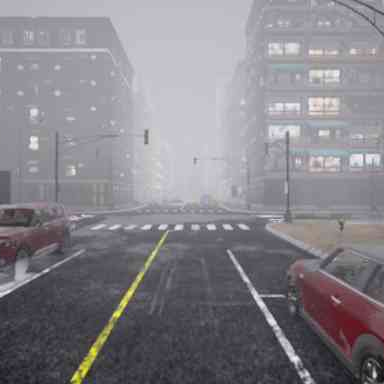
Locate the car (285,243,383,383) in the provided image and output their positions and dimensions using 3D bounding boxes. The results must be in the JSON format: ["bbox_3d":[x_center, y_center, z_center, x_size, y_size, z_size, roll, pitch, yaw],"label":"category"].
[{"bbox_3d":[2.707,1.430,4.707,1.967,1.590,4.097,1,0,0],"label":"car"}]

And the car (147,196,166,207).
[{"bbox_3d":[-5.416,1.470,48.330,2.008,1.369,4.403,1,0,0],"label":"car"}]

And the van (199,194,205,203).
[{"bbox_3d":[2.633,1.248,59.704,1.690,1.788,3.998,1,0,0],"label":"van"}]

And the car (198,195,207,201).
[{"bbox_3d":[2.608,1.441,82.327,2.008,1.369,4.403,1,0,0],"label":"car"}]

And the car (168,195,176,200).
[{"bbox_3d":[-5.270,1.439,87.934,2.008,1.369,4.403,1,0,0],"label":"car"}]

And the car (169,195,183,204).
[{"bbox_3d":[-2.725,1.467,61.067,1.994,1.385,4.181,0,0,0],"label":"car"}]

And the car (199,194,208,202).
[{"bbox_3d":[2.607,1.334,76.670,1.967,1.590,4.097,1,0,0],"label":"car"}]

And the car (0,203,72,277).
[{"bbox_3d":[-5.436,1.295,10.410,2.192,1.841,5.009,1,0,0],"label":"car"}]

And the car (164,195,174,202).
[{"bbox_3d":[-5.275,1.476,76.619,1.802,1.307,4.206,1,0,0],"label":"car"}]

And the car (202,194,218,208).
[{"bbox_3d":[2.723,1.447,45.871,1.752,1.417,4.829,1,0,0],"label":"car"}]

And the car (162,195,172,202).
[{"bbox_3d":[-5.277,1.424,70.791,1.752,1.417,4.829,1,0,0],"label":"car"}]

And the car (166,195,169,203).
[{"bbox_3d":[-5.280,1.485,65.303,1.802,1.307,4.206,1,0,0],"label":"car"}]
